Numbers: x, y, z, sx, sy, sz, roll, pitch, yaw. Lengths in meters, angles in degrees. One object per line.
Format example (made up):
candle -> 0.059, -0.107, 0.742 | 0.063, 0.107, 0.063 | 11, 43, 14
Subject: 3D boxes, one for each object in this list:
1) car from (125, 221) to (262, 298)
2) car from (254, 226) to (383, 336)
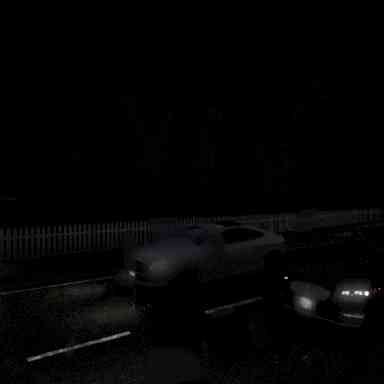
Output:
car -> 0.590, 1.526, 8.681 | 4.674, 1.442, 1.812 | 0, 0, -36
car -> 3.803, 1.491, 6.687 | 4.902, 1.511, 2.128 | 0, 0, -35
